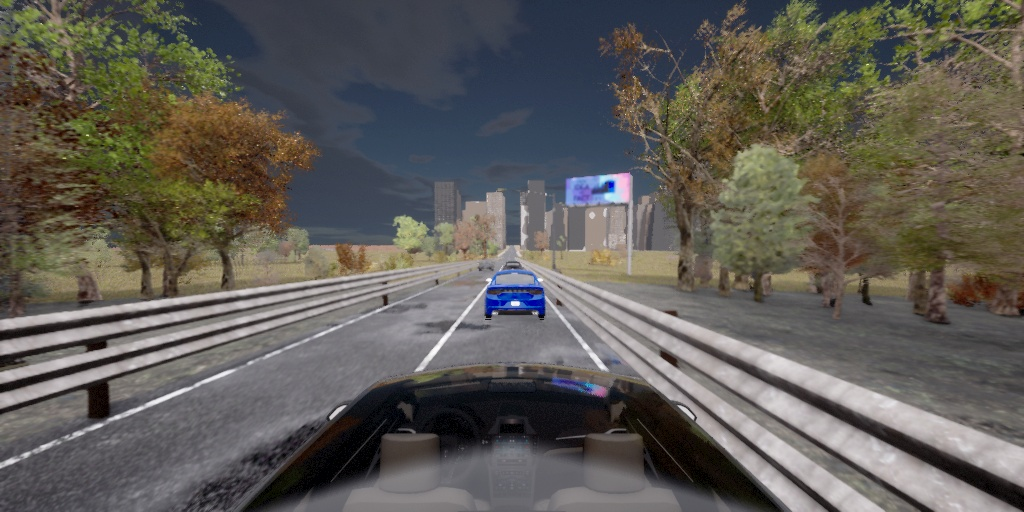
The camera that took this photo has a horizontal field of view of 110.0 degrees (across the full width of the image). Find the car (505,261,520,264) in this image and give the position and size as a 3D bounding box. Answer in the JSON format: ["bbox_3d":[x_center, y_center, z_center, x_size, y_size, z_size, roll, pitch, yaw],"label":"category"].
[{"bbox_3d":[0.078,1.245,33.214,1.837,1.490,4.892,0,0,0],"label":"car"}]

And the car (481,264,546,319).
[{"bbox_3d":[0.094,1.224,12.802,1.882,1.535,5.008,0,0,0],"label":"car"}]

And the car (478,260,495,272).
[{"bbox_3d":[-3.292,1.245,46.865,1.837,1.490,4.892,0,0,0],"label":"car"}]
